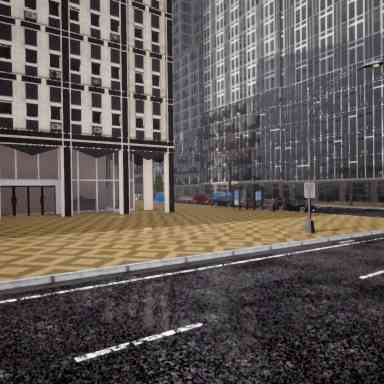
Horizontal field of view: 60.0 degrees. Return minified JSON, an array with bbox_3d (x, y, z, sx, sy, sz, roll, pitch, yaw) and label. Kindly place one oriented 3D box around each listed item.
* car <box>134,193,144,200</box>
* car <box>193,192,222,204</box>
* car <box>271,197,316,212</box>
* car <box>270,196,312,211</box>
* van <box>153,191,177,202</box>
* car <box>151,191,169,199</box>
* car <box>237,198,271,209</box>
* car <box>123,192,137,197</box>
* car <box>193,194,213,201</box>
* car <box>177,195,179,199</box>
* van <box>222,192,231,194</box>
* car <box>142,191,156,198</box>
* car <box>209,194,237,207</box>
[{"bbox_3d":[-11.253,1.038,68.213,2.008,1.369,4.403,0,1,-34],"label":"car"},{"bbox_3d":[2.135,1.110,53.126,1.882,1.535,5.008,-1,1,-34],"label":"car"},{"bbox_3d":[10.993,1.422,35.229,1.947,1.339,4.313,-1,1,-34],"label":"car"},{"bbox_3d":[11.598,1.311,39.168,1.812,1.442,4.674,-1,1,-34],"label":"car"},{"bbox_3d":[-4.866,0.935,58.807,1.690,1.788,3.998,0,1,-34],"label":"van"},{"bbox_3d":[-7.514,0.613,77.619,2.192,1.841,5.009,0,1,-34],"label":"car"},{"bbox_3d":[7.814,1.386,39.943,1.802,1.307,4.206,-1,1,-34],"label":"car"},{"bbox_3d":[-17.093,0.686,91.726,2.008,1.369,4.403,0,1,-34],"label":"car"},{"bbox_3d":[2.067,1.041,63.517,1.802,1.307,4.206,-1,1,-34],"label":"car"},{"bbox_3d":[-4.320,0.933,72.921,1.802,1.307,4.206,0,1,-34],"label":"car"},{"bbox_3d":[5.259,0.853,58.812,1.690,1.788,3.998,-1,1,-34],"label":"van"},{"bbox_3d":[-10.707,0.684,82.322,1.967,1.590,4.097,0,1,-34],"label":"car"},{"bbox_3d":[4.669,1.318,44.676,1.947,1.339,4.313,-1,1,-34],"label":"car"}]
